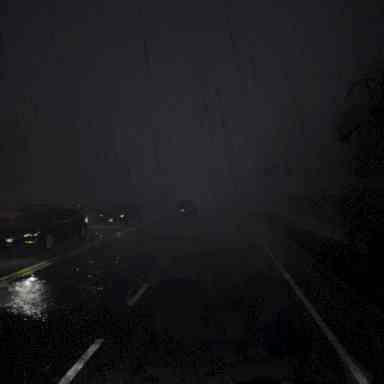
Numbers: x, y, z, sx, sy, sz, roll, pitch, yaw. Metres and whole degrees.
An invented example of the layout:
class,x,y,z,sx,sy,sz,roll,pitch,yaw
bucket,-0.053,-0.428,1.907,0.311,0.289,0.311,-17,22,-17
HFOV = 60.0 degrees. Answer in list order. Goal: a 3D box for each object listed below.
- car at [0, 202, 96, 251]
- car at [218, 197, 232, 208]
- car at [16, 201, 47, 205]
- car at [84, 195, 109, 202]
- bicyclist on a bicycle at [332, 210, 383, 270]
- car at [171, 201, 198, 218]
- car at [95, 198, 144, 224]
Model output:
class,x,y,z,sx,sy,sz,roll,pitch,yaw
car,-5.863,1.369,13.536,1.837,1.490,4.892,1,0,6
car,4.637,1.457,45.941,2.033,1.411,5.357,1,0,6
car,-8.880,1.280,18.381,1.882,1.535,5.008,1,0,6
car,-7.842,1.027,27.787,1.812,1.442,4.674,1,0,6
bicyclist on a bicycle,4.731,1.339,9.188,1.656,1.620,0.582,1,0,6
car,-0.589,1.454,29.000,1.994,1.385,4.181,1,0,6
car,-4.812,1.393,23.553,2.033,1.411,5.357,1,0,6
